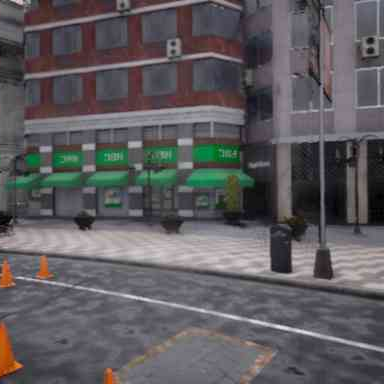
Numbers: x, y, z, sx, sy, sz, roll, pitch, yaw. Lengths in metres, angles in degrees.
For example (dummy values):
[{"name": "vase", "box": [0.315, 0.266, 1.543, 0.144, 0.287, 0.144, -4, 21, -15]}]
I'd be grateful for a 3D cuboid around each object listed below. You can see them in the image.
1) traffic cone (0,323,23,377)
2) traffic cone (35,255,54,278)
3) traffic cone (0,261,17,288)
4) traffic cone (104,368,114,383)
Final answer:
[{"name": "traffic cone", "box": [-2.421, 1.978, 4.265, 0.340, 0.580, 0.340, -1, 0, 35]}, {"name": "traffic cone", "box": [-3.996, 1.996, 9.011, 0.340, 0.580, 0.340, -1, 0, 35]}, {"name": "traffic cone", "box": [-4.567, 2.001, 8.189, 0.340, 0.580, 0.340, -1, 0, 35]}, {"name": "traffic cone", "box": [-0.779, 1.961, 3.125, 0.340, 0.580, 0.340, -1, 0, 35]}]
